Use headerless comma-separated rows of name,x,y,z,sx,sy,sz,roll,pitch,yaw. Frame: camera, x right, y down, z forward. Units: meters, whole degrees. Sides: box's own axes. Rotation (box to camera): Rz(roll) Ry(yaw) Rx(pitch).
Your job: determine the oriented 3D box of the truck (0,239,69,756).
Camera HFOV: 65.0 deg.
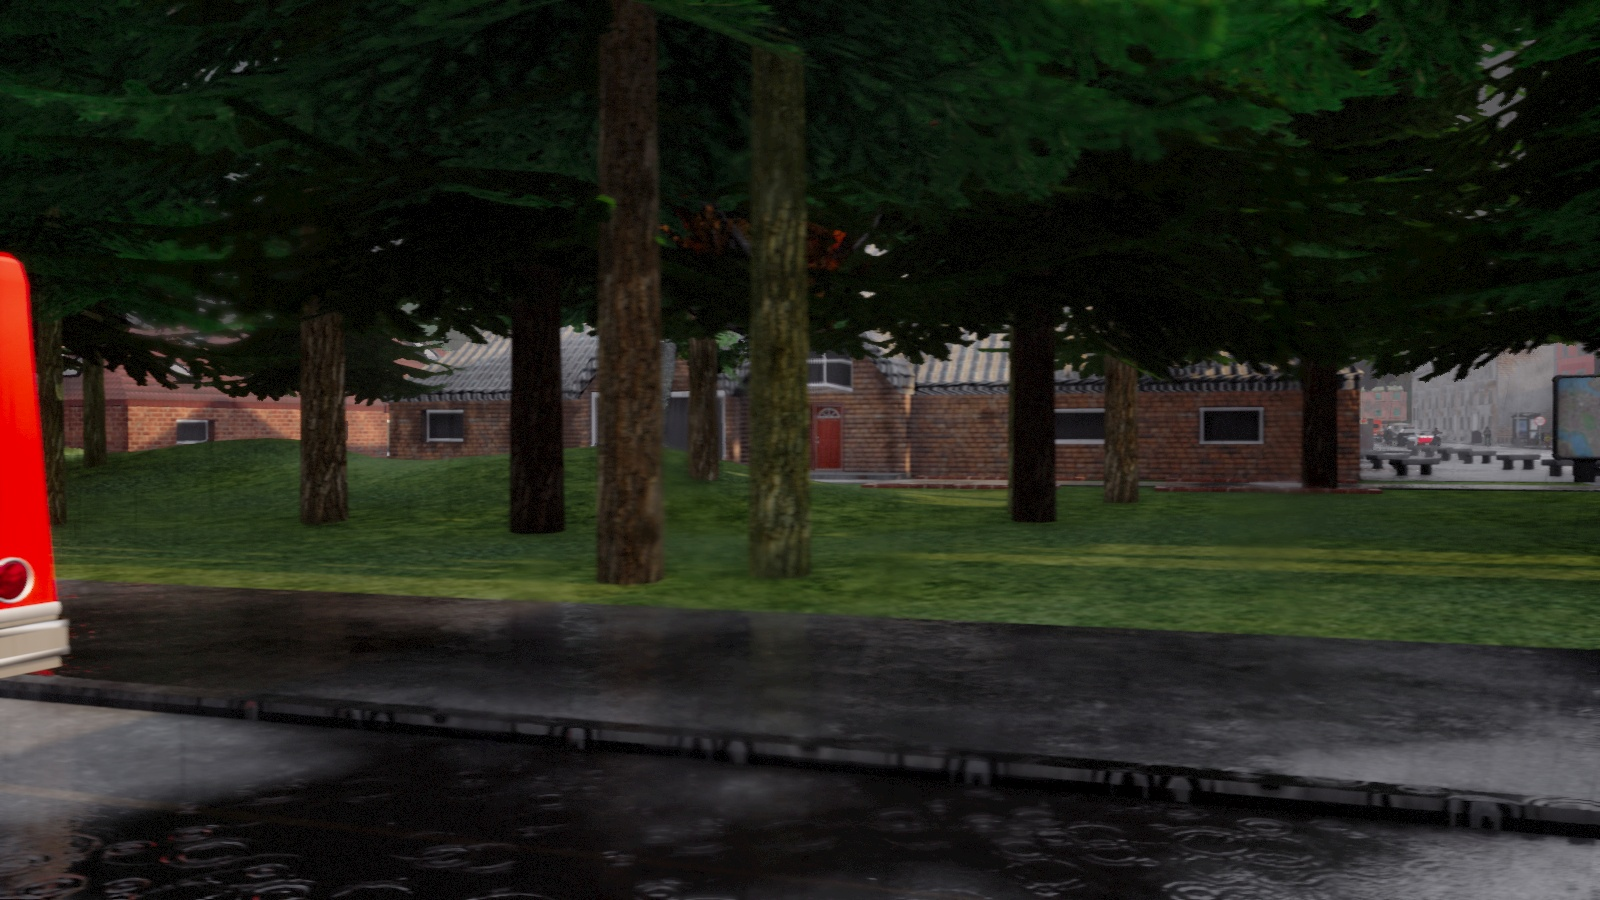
truck,-6.581,0.220,5.927,5.204,2.467,2.627,1,1,19
